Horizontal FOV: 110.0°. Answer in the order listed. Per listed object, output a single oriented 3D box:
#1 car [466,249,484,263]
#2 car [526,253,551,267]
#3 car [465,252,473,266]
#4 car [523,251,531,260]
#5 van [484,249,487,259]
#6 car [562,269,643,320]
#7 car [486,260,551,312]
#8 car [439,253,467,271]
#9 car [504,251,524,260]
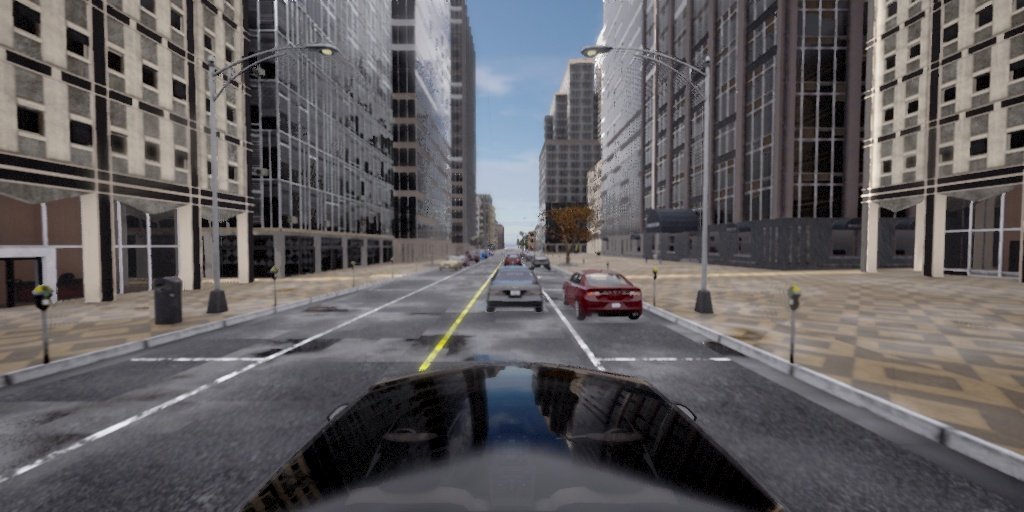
[{"bbox_3d":[-5.705,0.021,50.941,2.192,1.841,5.009,0,0,0],"label":"car"},{"bbox_3d":[2.680,0.617,34.041,2.007,1.370,4.403,0,0,0],"label":"car"},{"bbox_3d":[-5.702,0.529,39.660,1.802,1.307,4.207,0,0,0],"label":"car"},{"bbox_3d":[2.676,0.255,50.966,2.007,1.370,4.403,0,0,0],"label":"car"},{"bbox_3d":[-5.708,-0.195,62.221,1.690,1.789,3.998,0,0,0],"label":"van"},{"bbox_3d":[2.686,1.089,11.475,1.888,1.381,4.507,0,0,0],"label":"car"},{"bbox_3d":[0.094,1.062,12.921,2.033,1.411,5.357,0,1,0],"label":"car"},{"bbox_3d":[-5.701,0.593,33.851,1.751,1.417,4.829,0,0,0],"label":"car"},{"bbox_3d":[0.091,0.459,40.309,1.812,1.442,4.674,0,1,0],"label":"car"}]
